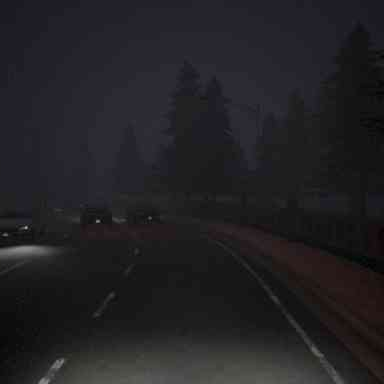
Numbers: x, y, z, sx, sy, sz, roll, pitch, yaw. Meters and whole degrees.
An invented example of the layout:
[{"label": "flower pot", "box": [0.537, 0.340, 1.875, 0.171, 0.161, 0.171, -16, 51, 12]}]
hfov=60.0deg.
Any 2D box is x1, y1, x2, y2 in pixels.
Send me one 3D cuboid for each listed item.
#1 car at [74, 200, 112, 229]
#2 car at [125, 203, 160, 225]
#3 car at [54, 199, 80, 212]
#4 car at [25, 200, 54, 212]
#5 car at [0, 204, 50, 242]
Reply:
[{"label": "car", "box": [-6.401, 1.506, 21.881, 2.128, 1.511, 4.902, 0, 0, -20]}, {"label": "car", "box": [-3.632, 1.542, 24.261, 1.812, 1.442, 4.674, 0, 0, -22]}, {"label": "car", "box": [-13.758, 1.573, 39.135, 5.357, 1.411, 2.033, 0, 0, 44]}, {"label": "car", "box": [-17.681, 1.573, 38.030, 5.357, 1.411, 2.033, 0, 0, 41]}, {"label": "car", "box": [-8.483, 1.537, 16.369, 1.812, 1.442, 4.674, 0, 0, -15]}]
